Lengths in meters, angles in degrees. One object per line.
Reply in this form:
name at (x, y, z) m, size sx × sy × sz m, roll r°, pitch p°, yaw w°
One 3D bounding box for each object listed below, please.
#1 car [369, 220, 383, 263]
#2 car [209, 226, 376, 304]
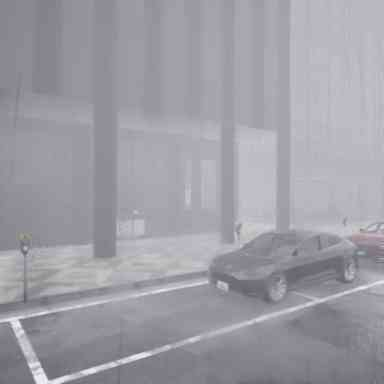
car at (7.028, 1.643, 11.530) m, size 4.507 × 1.381 × 1.887 m, roll 1°, pitch -1°, yaw -35°
car at (2.425, 1.619, 8.256) m, size 4.313 × 1.339 × 1.947 m, roll 1°, pitch -1°, yaw -35°
